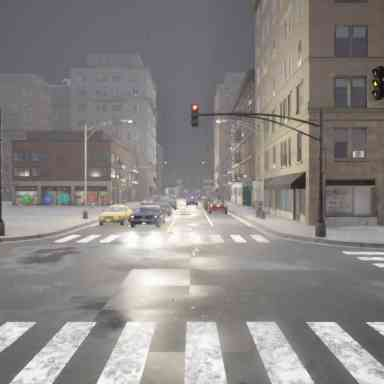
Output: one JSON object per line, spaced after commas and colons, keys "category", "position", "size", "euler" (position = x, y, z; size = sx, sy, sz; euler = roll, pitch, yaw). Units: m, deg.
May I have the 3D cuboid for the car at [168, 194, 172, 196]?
{"category": "car", "position": [-5.391, 1.586, 63.632], "size": [1.802, 1.307, 4.206], "euler": [0, 0, 0]}

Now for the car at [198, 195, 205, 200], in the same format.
{"category": "car", "position": [2.632, 1.575, 91.942], "size": [1.947, 1.339, 4.313], "euler": [0, 0, 0]}

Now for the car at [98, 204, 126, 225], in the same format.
{"category": "car", "position": [-5.389, 1.526, 23.829], "size": [1.752, 1.417, 4.829], "euler": [0, 0, 0]}

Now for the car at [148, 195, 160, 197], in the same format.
{"category": "car", "position": [-5.390, 1.317, 46.647], "size": [2.192, 1.841, 5.009], "euler": [0, 0, 0]}

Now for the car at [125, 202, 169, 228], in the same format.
{"category": "car", "position": [-2.883, 1.601, 22.520], "size": [1.895, 1.301, 4.718], "euler": [0, 0, 1]}

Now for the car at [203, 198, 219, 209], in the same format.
{"category": "car", "position": [2.635, 1.568, 46.647], "size": [1.947, 1.339, 4.313], "euler": [0, 0, 0]}

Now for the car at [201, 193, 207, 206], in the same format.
{"category": "car", "position": [2.635, 1.317, 40.985], "size": [2.192, 1.841, 5.009], "euler": [0, 0, 0]}

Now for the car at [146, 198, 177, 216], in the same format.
{"category": "car", "position": [-2.857, 1.548, 32.257], "size": [2.033, 1.411, 5.357], "euler": [0, 0, 0]}

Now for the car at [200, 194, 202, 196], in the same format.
{"category": "car", "position": [2.633, 1.555, 69.294], "size": [2.008, 1.369, 4.403], "euler": [0, 0, 0]}

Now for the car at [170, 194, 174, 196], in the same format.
{"category": "car", "position": [-5.392, 1.530, 69.124], "size": [1.752, 1.417, 4.829], "euler": [0, 0, 0]}

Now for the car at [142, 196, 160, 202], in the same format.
{"category": "car", "position": [-5.390, 1.553, 40.984], "size": [2.008, 1.369, 4.403], "euler": [0, 0, 0]}

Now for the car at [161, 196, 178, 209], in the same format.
{"category": "car", "position": [-2.844, 1.528, 42.098], "size": [1.812, 1.442, 4.674], "euler": [0, 0, 0]}

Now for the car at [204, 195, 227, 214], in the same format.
{"category": "car", "position": [2.635, 1.441, 35.322], "size": [1.967, 1.590, 4.097], "euler": [0, 0, 0]}

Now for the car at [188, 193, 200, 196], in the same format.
{"category": "car", "position": [-0.004, 1.225, 64.116], "size": [2.150, 2.045, 5.566], "euler": [0, 0, 0]}

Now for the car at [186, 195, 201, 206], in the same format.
{"category": "car", "position": [-0.003, 1.604, 53.814], "size": [1.895, 1.301, 4.718], "euler": [0, 0, 0]}
